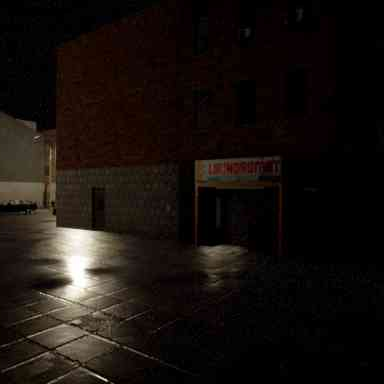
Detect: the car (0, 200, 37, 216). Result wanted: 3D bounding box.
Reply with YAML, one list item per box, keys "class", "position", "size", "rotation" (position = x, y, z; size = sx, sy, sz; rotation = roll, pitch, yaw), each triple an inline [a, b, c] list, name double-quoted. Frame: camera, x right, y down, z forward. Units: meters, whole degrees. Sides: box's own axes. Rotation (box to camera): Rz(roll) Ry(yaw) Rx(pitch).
- class: "car"
  position: [-18.096, 1.513, 33.297]
  size: [2.128, 1.511, 4.902]
  rotation: [0, 0, 36]
